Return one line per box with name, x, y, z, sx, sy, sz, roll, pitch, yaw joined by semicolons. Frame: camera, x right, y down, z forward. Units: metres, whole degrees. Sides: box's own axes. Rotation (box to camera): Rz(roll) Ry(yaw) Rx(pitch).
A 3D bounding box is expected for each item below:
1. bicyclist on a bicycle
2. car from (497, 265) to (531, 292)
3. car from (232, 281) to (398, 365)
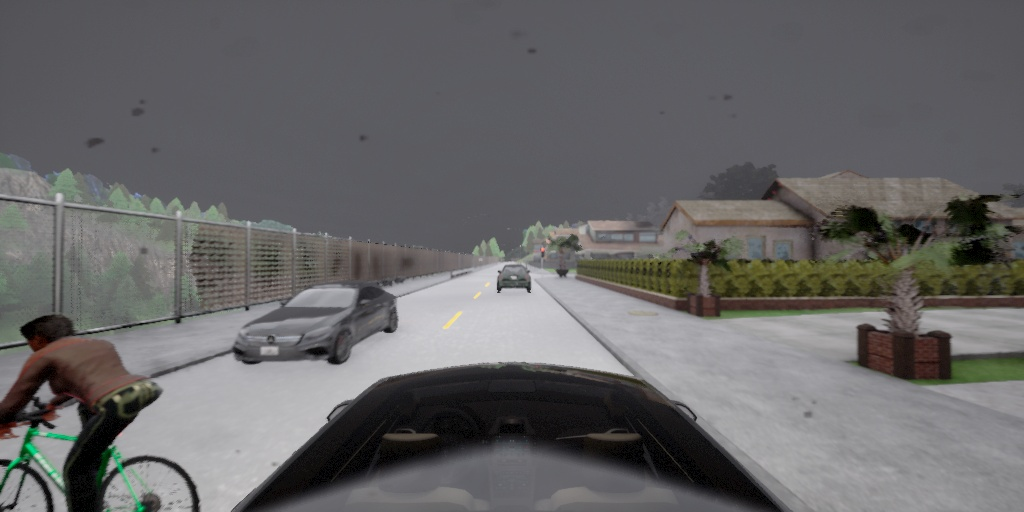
bicyclist on a bicycle;-2.896;1.210;2.371;1.656;1.620;0.582;-2;-1;0
car;0.127;1.337;23.340;2.097;1.767;4.553;0;-1;0
car;-4.078;1.348;8.377;1.812;1.442;4.674;0;0;0
